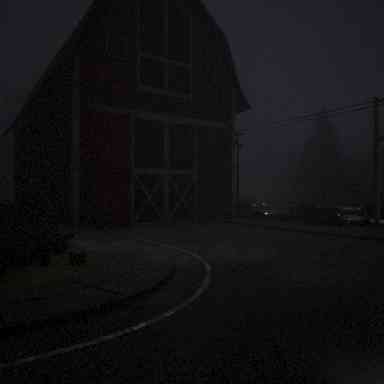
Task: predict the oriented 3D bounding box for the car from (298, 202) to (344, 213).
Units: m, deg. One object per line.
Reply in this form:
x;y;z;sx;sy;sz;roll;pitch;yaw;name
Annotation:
11.274;1.627;30.210;1.895;1.301;4.718;0;0;-34;car

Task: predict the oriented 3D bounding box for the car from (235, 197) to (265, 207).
6.167;1.379;37.650;2.097;1.767;4.553;0;0;-34;car

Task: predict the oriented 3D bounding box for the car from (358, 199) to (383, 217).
16.813;1.379;28.677;2.097;1.767;4.553;0;0;-34;car
